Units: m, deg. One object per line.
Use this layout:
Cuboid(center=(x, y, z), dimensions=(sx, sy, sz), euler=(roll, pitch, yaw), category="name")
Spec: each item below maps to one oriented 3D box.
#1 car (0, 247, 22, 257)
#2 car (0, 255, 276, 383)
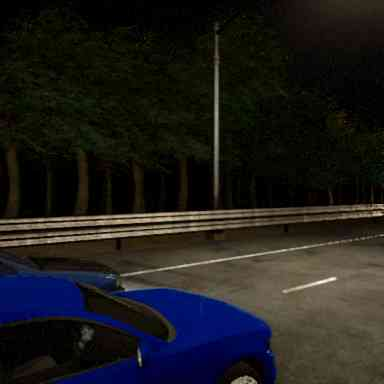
Cuboid(center=(-3.841, 1.547, 5.307), dimensions=(5.357, 1.411, 2.033), euler=(0, 0, -36), category="car")
Cuboid(center=(-1.432, 1.478, 2.725), dimensions=(5.008, 1.535, 1.882), euler=(0, 0, -36), category="car")
